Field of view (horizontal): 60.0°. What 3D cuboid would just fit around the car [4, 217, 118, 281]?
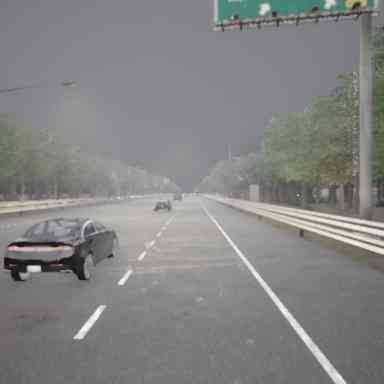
[{"bbox_3d":[-3.502,1.494,9.805,2.128,1.511,4.902,0,0,0],"label":"car"}]

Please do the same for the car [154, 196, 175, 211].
[{"bbox_3d":[-3.494,1.540,41.313,1.812,1.442,4.674,0,0,0],"label":"car"}]

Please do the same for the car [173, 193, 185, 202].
[{"bbox_3d":[-3.457,1.281,80.592,2.150,2.045,5.566,0,0,0],"label":"car"}]
